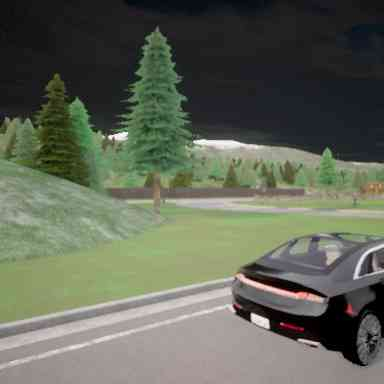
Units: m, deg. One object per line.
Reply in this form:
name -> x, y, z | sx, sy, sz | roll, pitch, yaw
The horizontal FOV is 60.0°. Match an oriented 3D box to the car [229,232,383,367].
car -> 2.857, 1.464, 5.766 | 4.902, 1.511, 2.128 | 0, 0, -36
